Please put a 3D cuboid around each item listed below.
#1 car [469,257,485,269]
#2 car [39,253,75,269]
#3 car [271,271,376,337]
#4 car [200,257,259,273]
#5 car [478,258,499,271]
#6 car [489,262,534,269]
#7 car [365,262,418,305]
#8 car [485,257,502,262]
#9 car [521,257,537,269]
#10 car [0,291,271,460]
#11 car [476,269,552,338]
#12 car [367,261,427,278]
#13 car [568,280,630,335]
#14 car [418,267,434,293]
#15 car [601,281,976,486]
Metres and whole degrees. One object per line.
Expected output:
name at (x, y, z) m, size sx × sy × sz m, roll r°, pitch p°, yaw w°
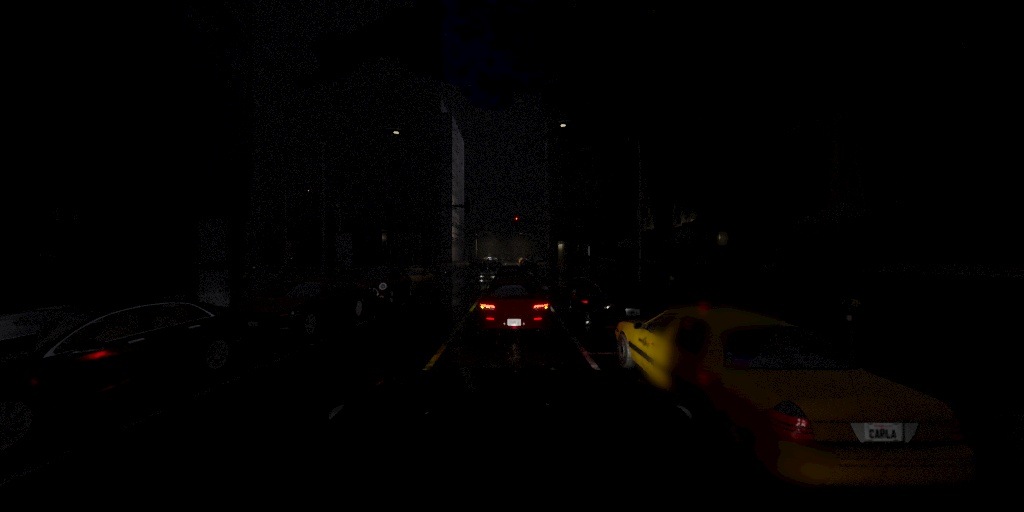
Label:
car at (-5.811, 1.078, 58.575) m, size 2.192 × 1.841 × 5.009 m, roll 0°, pitch 0°, yaw 0°
car at (-42.678, 0.463, 32.569) m, size 4.892 × 1.490 × 1.837 m, roll 1°, pitch 0°, yaw 0°
car at (-5.769, 1.295, 10.254) m, size 1.888 × 1.381 × 4.507 m, roll 0°, pitch 0°, yaw 0°
car at (-25.700, 0.804, 32.590) m, size 4.674 × 1.442 × 1.812 m, roll 1°, pitch 0°, yaw -1°
car at (-3.138, 1.285, 47.985) m, size 1.812 × 1.442 × 4.674 m, roll 0°, pitch 0°, yaw 0°
car at (0.004, 1.256, 18.964) m, size 1.837 × 1.490 × 4.892 m, roll 0°, pitch 0°, yaw 0°
car at (-5.774, 1.190, 15.711) m, size 1.967 × 1.591 × 4.097 m, roll 0°, pitch 0°, yaw 0°
car at (-3.133, 1.327, 57.953) m, size 1.994 × 1.385 × 4.181 m, roll 0°, pitch 0°, yaw 0°
car at (2.719, 1.201, 53.145) m, size 1.967 × 1.591 × 4.097 m, roll 0°, pitch 0°, yaw 0°
car at (-5.764, 1.300, 4.797) m, size 2.007 × 1.370 × 4.403 m, roll 0°, pitch 0°, yaw 0°
car at (0.063, 1.276, 10.097) m, size 1.812 × 1.442 × 4.674 m, roll 0°, pitch 0°, yaw 0°
car at (-10.223, 1.184, 32.030) m, size 4.718 × 1.301 × 1.895 m, roll 1°, pitch 0°, yaw 9°
car at (2.756, 1.316, 10.263) m, size 1.948 × 1.339 × 4.313 m, roll 0°, pitch 0°, yaw 0°
car at (-5.778, 1.277, 20.997) m, size 1.751 × 1.417 × 4.829 m, roll 0°, pitch 0°, yaw 0°
car at (2.761, 1.275, 4.976) m, size 1.751 × 1.417 × 4.829 m, roll 0°, pitch 0°, yaw 0°
